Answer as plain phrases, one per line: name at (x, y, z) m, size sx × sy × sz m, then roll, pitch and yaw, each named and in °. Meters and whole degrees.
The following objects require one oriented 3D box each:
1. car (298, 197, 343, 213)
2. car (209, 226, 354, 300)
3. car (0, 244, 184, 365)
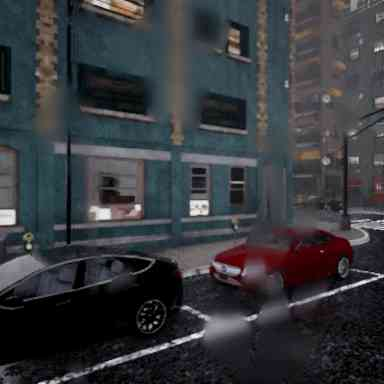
car at (12.039, 1.158, 31.244) m, size 1.947 × 1.339 × 4.313 m, roll 1°, pitch 0°, yaw -36°
car at (2.369, 1.536, 8.245) m, size 4.206 × 1.307 × 1.802 m, roll 0°, pitch 1°, yaw -36°
car at (-2.127, 1.559, 5.036) m, size 4.313 × 1.339 × 1.947 m, roll 0°, pitch 1°, yaw -36°
